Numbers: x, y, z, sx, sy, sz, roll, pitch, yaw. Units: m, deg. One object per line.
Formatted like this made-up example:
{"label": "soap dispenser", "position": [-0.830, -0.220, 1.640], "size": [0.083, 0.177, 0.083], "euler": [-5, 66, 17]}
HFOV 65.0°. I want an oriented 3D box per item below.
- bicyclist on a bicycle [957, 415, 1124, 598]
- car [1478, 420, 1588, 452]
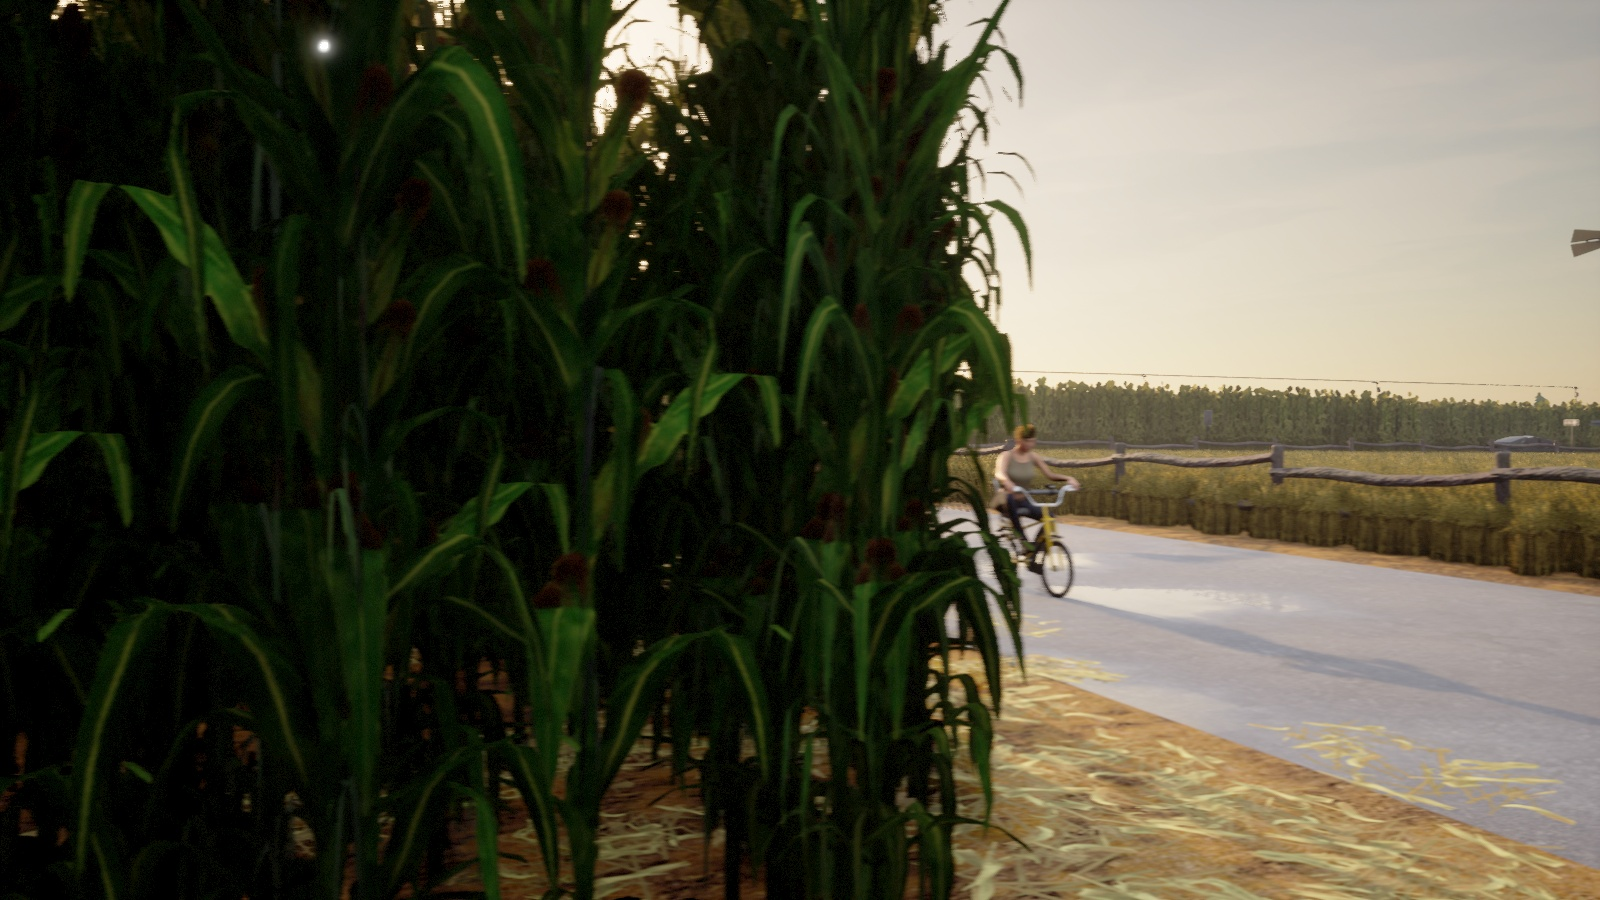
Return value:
{"label": "bicyclist on a bicycle", "position": [2.253, 0.503, 11.964], "size": [0.866, 1.612, 1.509], "euler": [-1, 0, -21]}
{"label": "car", "position": [36.270, -0.696, 62.145], "size": [4.892, 1.490, 1.837], "euler": [-1, 1, -16]}
